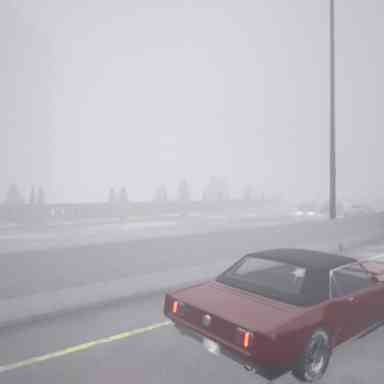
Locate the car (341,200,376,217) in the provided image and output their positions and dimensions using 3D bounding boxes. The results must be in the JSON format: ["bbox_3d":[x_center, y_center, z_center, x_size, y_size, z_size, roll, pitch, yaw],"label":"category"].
[{"bbox_3d":[14.795,1.669,29.223,1.895,1.301,4.718,0,0,36],"label":"car"}]

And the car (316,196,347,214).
[{"bbox_3d":[15.384,1.569,36.426,1.882,1.535,5.008,0,0,32],"label":"car"}]

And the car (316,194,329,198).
[{"bbox_3d":[29.652,1.242,75.616,2.150,2.045,5.566,0,0,13],"label":"car"}]

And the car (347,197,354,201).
[{"bbox_3d":[31.157,1.689,66.292,1.994,1.385,4.181,0,0,13],"label":"car"}]

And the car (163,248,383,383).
[{"bbox_3d":[1.976,1.616,5.473,4.718,1.301,1.895,0,0,-38],"label":"car"}]

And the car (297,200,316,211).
[{"bbox_3d":[14.620,1.711,41.881,1.895,1.301,4.718,0,0,29],"label":"car"}]
